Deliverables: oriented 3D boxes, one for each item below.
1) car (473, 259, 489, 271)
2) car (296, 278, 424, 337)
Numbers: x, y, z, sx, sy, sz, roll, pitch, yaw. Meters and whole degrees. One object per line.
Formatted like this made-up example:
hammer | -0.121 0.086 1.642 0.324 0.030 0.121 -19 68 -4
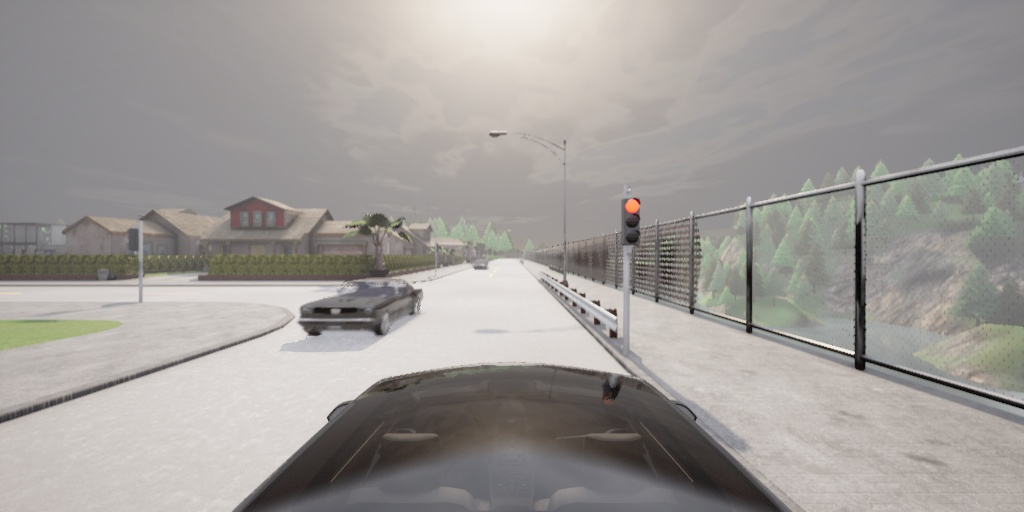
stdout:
car | -4.010 1.163 46.947 1.837 1.490 4.892 0 2 0
car | -4.002 1.328 10.335 1.895 1.301 4.718 0 0 0
